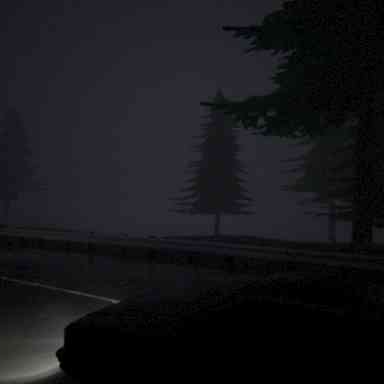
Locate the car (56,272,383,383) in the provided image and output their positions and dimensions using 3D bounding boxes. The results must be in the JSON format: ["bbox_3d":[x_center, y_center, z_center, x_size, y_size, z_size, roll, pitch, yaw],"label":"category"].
[{"bbox_3d":[1.070,1.542,3.071,5.357,1.411,2.033,-1,0,34],"label":"car"}]
